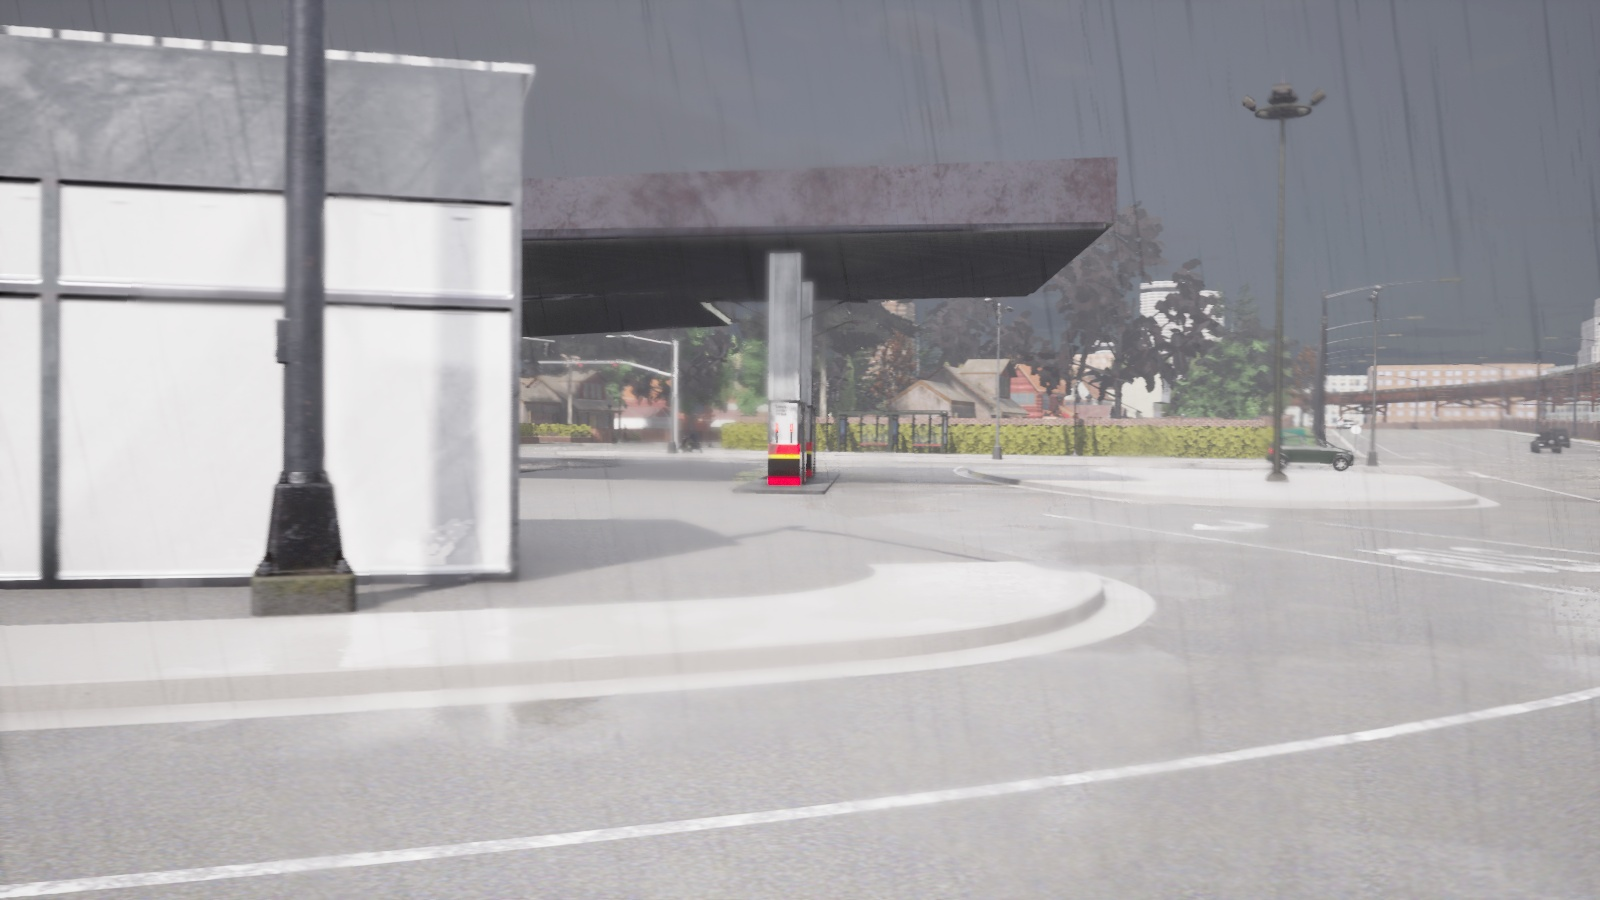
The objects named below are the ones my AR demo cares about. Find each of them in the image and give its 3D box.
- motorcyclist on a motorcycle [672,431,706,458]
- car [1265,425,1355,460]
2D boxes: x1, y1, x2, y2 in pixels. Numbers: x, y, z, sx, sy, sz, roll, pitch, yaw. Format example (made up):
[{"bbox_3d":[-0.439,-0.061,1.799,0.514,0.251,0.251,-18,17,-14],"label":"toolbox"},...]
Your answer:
[{"bbox_3d":[-6.834,-0.343,77.320,1.817,1.590,0.866,0,1,22],"label":"motorcyclist on a motorcycle"},{"bbox_3d":[23.072,-0.342,56.890,3.705,1.549,1.789,-1,1,22],"label":"car"}]
